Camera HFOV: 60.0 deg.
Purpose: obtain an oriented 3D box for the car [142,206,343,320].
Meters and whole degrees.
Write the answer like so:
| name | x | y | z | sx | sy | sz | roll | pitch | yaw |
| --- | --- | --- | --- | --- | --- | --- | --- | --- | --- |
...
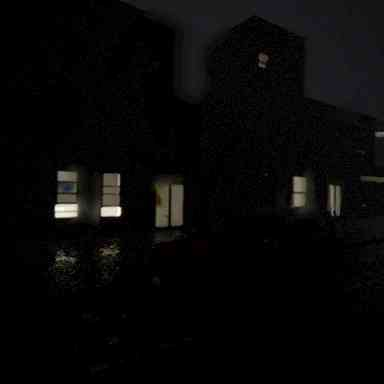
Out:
| name | x | y | z | sx | sy | sz | roll | pitch | yaw |
| --- | --- | --- | --- | --- | --- | --- | --- | --- | --- |
| car | 1.406 | 1.303 | 7.541 | 5.009 | 1.841 | 2.192 | 0 | 1 | -35 |
